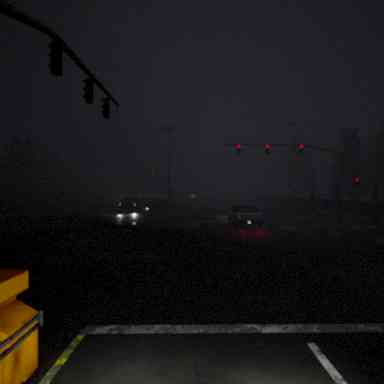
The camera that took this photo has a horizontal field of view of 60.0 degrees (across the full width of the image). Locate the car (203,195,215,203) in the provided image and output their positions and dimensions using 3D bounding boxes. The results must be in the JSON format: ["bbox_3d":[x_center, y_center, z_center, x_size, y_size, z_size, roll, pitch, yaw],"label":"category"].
[{"bbox_3d":[3.655,1.486,68.462,1.882,1.535,5.008,0,0,0],"label":"car"}]

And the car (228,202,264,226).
[{"bbox_3d":[3.653,1.604,23.317,1.895,1.301,4.718,0,0,0],"label":"car"}]

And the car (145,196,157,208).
[{"bbox_3d":[-6.972,1.554,49.518,2.033,1.411,5.357,0,0,0],"label":"car"}]

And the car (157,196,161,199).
[{"bbox_3d":[-6.872,1.533,64.804,1.812,1.442,4.674,0,0,1],"label":"car"}]

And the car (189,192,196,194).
[{"bbox_3d":[0.179,1.067,78.920,2.150,2.045,5.566,0,0,0],"label":"car"}]

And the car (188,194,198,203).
[{"bbox_3d":[0.156,1.609,68.917,1.895,1.301,4.718,0,0,0],"label":"car"}]

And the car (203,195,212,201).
[{"bbox_3d":[3.679,1.395,78.882,1.994,1.385,4.181,0,0,0],"label":"car"}]

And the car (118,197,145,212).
[{"bbox_3d":[-7.003,1.357,37.928,2.097,1.767,4.553,0,0,0],"label":"car"}]

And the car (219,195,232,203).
[{"bbox_3d":[7.155,1.486,68.454,1.882,1.535,5.008,0,0,0],"label":"car"}]
